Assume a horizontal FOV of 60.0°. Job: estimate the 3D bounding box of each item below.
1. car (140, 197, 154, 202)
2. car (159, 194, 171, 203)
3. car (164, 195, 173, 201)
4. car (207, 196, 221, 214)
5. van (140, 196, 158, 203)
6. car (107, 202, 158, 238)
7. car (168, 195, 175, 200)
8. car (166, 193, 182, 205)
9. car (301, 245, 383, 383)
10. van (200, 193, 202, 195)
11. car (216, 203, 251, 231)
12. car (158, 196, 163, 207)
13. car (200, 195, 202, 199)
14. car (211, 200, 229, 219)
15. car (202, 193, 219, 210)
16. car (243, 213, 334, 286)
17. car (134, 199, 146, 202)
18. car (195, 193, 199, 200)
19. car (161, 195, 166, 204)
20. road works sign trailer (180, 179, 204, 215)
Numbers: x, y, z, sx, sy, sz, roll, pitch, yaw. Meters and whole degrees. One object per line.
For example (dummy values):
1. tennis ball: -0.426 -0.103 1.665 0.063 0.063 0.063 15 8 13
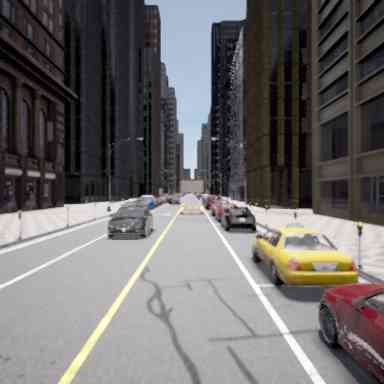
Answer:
1. car: -5.775 1.562 37.123 1.947 1.339 4.313 0 0 0
2. car: -5.786 1.315 70.833 2.192 1.841 5.009 0 0 0
3. car: -5.790 1.549 82.070 1.887 1.381 4.507 0 0 0
4. car: 2.752 1.436 31.523 1.967 1.590 4.097 0 0 0
5. van: -5.777 1.337 42.741 1.690 1.788 3.998 0 0 0
6. car: -3.106 1.501 17.605 1.837 1.490 4.892 0 0 0
7. car: -5.793 1.590 93.307 1.802 1.307 4.206 0 0 0
8. car: -3.072 1.475 57.956 1.882 1.535 5.008 0 0 0
9. car: 2.761 1.580 3.428 1.802 1.307 4.206 0 0 0
10. van: 2.743 1.338 59.617 1.690 1.788 3.998 0 0 0
11. car: 2.755 1.562 20.285 1.947 1.339 4.313 0 0 0
12. car: -5.779 1.541 48.360 1.887 1.381 4.507 0 0 0
13. car: 2.745 1.547 53.998 2.008 1.369 4.403 0 0 0
14. car: 2.754 1.540 25.904 1.887 1.381 4.507 0 0 0
15. car: 2.748 1.311 42.760 2.192 1.841 5.009 0 0 0
16. car: 2.759 1.522 9.217 1.752 1.417 4.829 0 0 0
17. car: -5.773 1.578 31.505 1.802 1.307 4.206 0 0 0
18. car: 2.732 1.323 93.329 2.192 1.841 5.009 0 0 0
19. car: -5.780 1.563 53.978 1.947 1.339 4.313 0 0 0
20. road works sign trailer: -0.011 0.460 33.582 2.380 3.560 2.880 0 0 0
